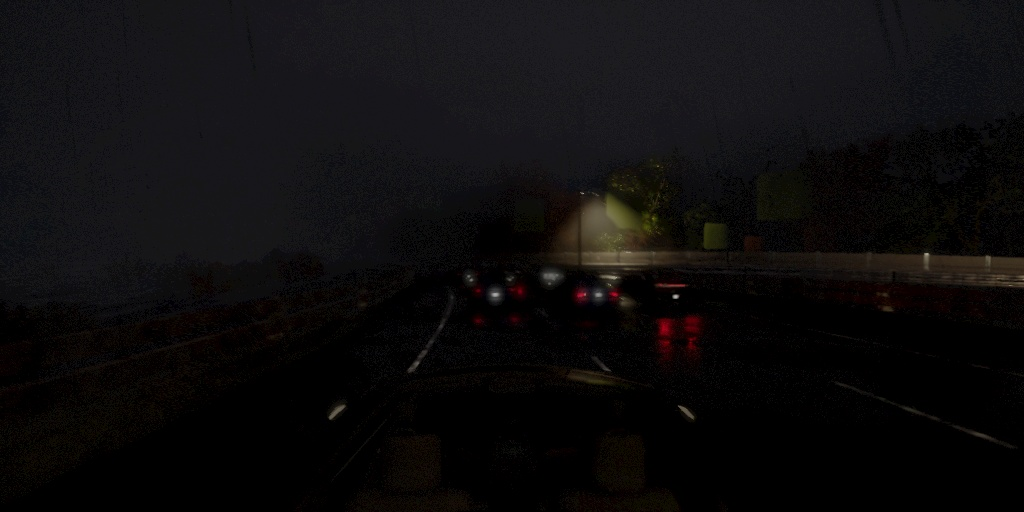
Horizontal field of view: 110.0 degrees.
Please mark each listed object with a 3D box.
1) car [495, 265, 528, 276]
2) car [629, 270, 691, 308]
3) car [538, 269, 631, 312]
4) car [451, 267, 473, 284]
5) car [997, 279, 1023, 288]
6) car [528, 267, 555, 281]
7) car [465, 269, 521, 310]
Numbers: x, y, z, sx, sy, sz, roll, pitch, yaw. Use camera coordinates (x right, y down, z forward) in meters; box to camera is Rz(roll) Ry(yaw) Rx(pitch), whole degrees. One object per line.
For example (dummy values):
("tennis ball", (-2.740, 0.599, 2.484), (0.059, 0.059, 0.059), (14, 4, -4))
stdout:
("car", (-0.595, 1.551, 31.357), (2.128, 1.511, 4.902), (0, 0, -16))
("car", (6.056, 1.395, 16.351), (2.128, 1.511, 4.902), (0, 0, -8))
("car", (2.715, 1.436, 14.980), (2.033, 1.411, 5.357), (0, -1, -7))
("car", (-3.958, 1.612, 30.391), (1.994, 1.385, 4.181), (0, -1, -16))
("car", (44.663, 2.107, 30.071), (4.718, 1.301, 1.895), (3, 0, 22))
("car", (2.862, 1.666, 32.001), (1.895, 1.301, 4.718), (0, -1, -16))
("car", (-0.896, 1.458, 15.547), (1.994, 1.385, 4.181), (0, -1, -8))
